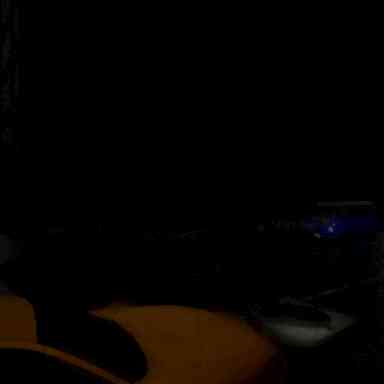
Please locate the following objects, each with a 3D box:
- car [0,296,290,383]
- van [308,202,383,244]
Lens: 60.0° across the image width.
[{"bbox_3d":[-1.548,1.456,2.329,5.366,1.575,1.801,0,0,-35],"label":"car"},{"bbox_3d":[7.074,1.341,15.444,3.998,1.788,1.690,0,0,-36],"label":"van"}]
